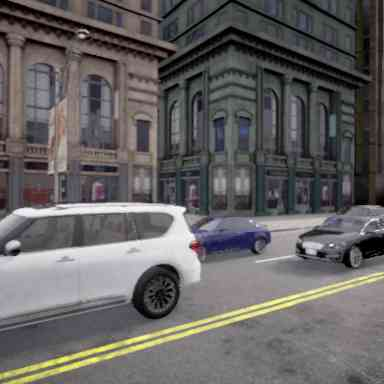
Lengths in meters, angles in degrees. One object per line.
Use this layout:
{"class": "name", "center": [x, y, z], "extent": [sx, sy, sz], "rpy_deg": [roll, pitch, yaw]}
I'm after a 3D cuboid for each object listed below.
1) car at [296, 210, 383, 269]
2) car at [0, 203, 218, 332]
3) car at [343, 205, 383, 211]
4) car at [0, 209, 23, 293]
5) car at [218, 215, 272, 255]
{"class": "car", "center": [5.695, 1.604, 11.693], "extent": [4.902, 1.511, 2.128], "rpy_deg": [1, 0, -35]}
{"class": "car", "center": [-2.421, 1.235, 5.941], "extent": [5.566, 2.045, 2.150], "rpy_deg": [1, 0, -35]}
{"class": "car", "center": [9.115, 1.528, 18.056], "extent": [4.553, 1.767, 2.097], "rpy_deg": [1, 0, -36]}
{"class": "car", "center": [-6.342, 1.340, 7.191], "extent": [4.553, 1.767, 2.097], "rpy_deg": [1, 0, -34]}
{"class": "car", "center": [0.984, 1.604, 12.348], "extent": [4.674, 1.442, 1.812], "rpy_deg": [1, 0, -35]}
